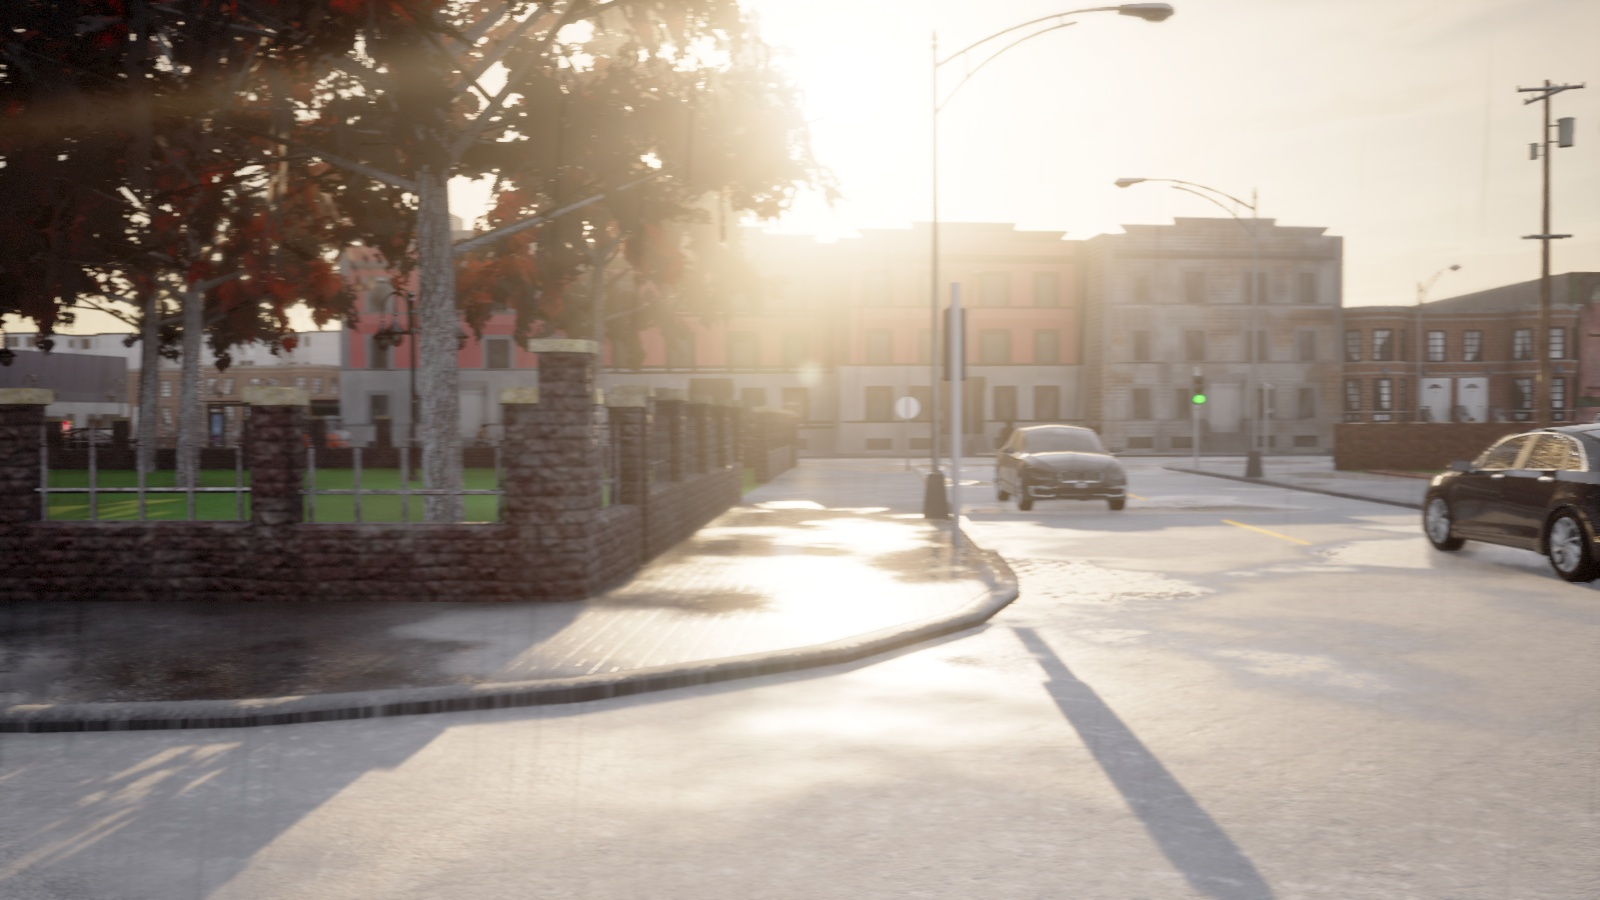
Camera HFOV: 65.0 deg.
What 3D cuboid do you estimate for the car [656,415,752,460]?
[{"bbox_3d":[-4.073,-0.546,53.744,3.866,1.878,1.905,0,1,3],"label":"car"}]

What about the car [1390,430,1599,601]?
[{"bbox_3d":[8.219,0.552,13.400,1.837,1.490,4.892,0,1,4],"label":"car"}]

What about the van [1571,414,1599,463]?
[{"bbox_3d":[34.564,-0.487,51.728,4.442,1.987,1.775,0,1,3],"label":"van"}]

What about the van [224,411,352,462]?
[{"bbox_3d":[-20.586,-0.547,50.589,4.442,1.987,1.775,0,1,3],"label":"van"}]

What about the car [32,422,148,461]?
[{"bbox_3d":[-28.805,-0.343,51.019,3.705,1.549,1.789,0,1,3],"label":"car"}]

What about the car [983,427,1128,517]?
[{"bbox_3d":[4.658,0.326,23.633,1.837,1.490,4.892,0,1,1],"label":"car"}]
